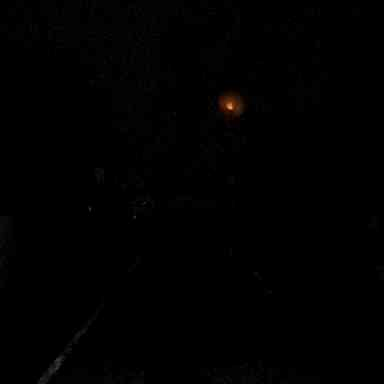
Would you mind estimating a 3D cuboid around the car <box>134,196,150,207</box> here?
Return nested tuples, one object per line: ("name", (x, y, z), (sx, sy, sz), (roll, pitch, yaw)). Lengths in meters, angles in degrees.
("car", (-7.079, 1.422, 47.311), (1.837, 1.490, 4.892), (0, 1, 0))

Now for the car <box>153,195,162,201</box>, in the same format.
("car", (-7.551, 1.269, 73.320), (1.994, 1.385, 4.181), (0, 1, -3))
